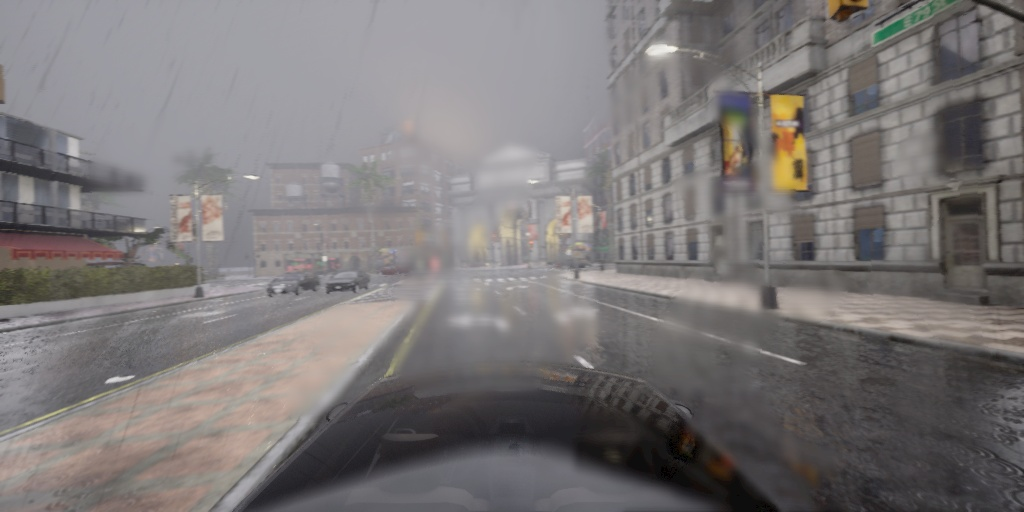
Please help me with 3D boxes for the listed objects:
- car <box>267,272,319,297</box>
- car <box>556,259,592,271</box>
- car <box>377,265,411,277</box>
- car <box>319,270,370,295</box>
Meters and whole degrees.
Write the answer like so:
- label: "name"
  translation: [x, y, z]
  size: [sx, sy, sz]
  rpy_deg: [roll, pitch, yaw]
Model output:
- label: "car"
  translation: [-14.809, 1.881, 24.564]
  size: [2.128, 1.511, 4.902]
  rpy_deg: [-2, 0, -9]
- label: "car"
  translation: [8.315, 1.144, 47.904]
  size: [4.892, 1.490, 1.837]
  rpy_deg: [-2, -2, -14]
- label: "car"
  translation: [-16.202, 2.005, 49.258]
  size: [5.008, 1.535, 1.882]
  rpy_deg: [-2, -1, 23]
- label: "car"
  translation: [-11.352, 1.736, 25.090]
  size: [1.882, 1.535, 5.008]
  rpy_deg: [-2, 0, -9]
